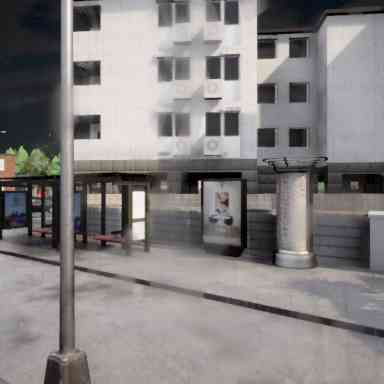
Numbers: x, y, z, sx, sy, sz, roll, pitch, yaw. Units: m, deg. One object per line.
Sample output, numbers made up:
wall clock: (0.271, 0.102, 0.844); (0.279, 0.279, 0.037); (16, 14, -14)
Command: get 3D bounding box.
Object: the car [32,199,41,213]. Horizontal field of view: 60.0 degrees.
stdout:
car: (-16.147, 1.505, 34.085); (1.837, 1.490, 4.892); (0, 0, 35)
